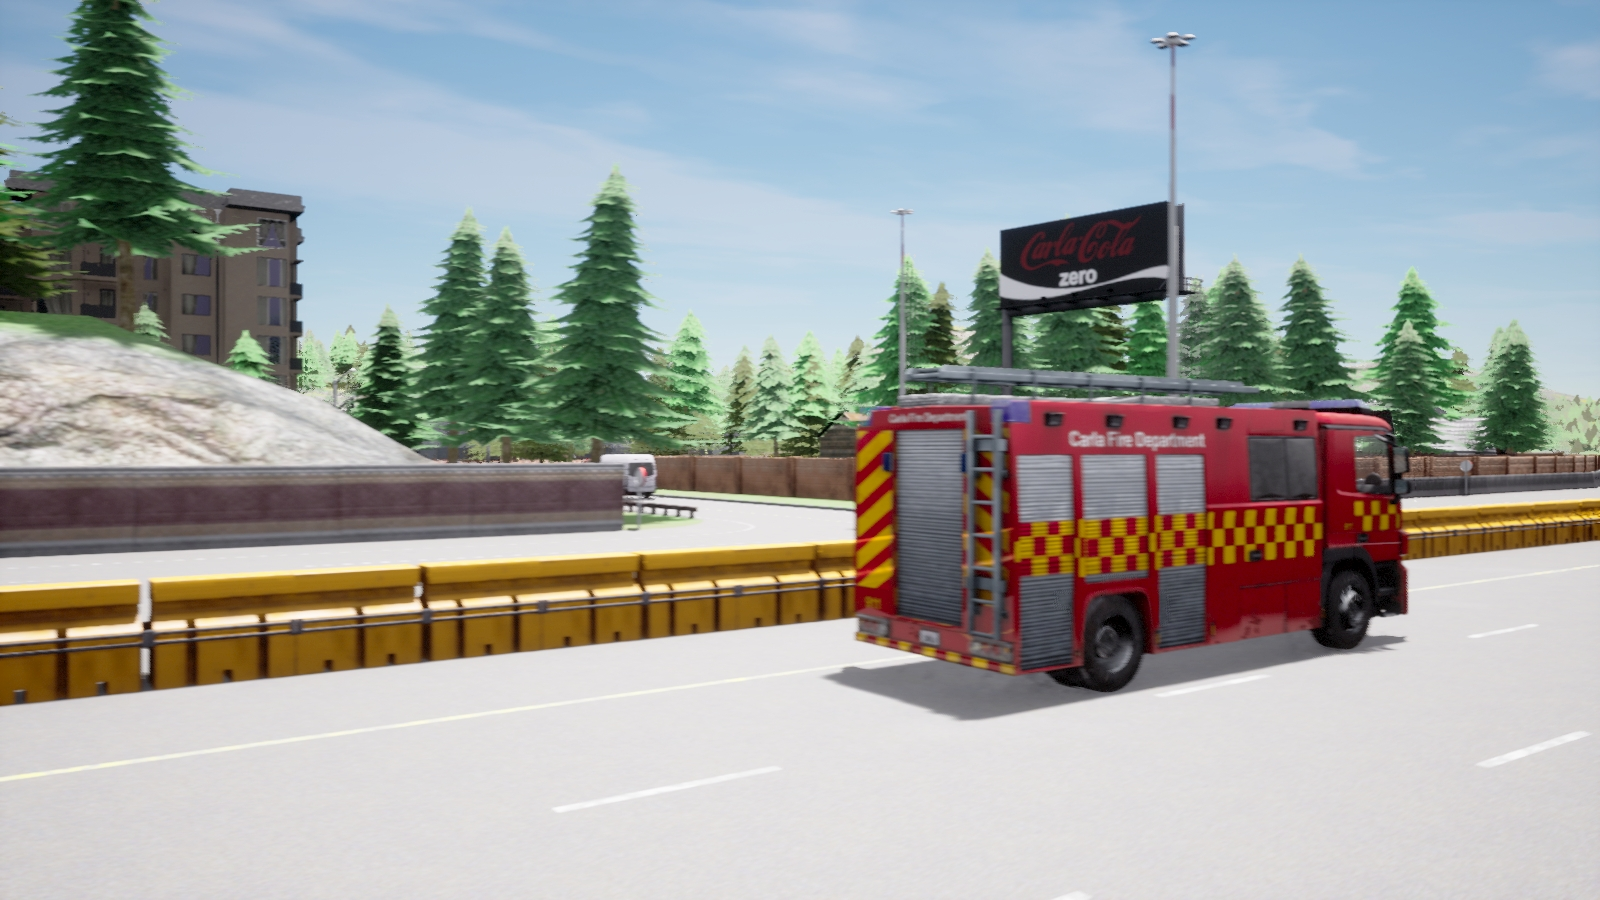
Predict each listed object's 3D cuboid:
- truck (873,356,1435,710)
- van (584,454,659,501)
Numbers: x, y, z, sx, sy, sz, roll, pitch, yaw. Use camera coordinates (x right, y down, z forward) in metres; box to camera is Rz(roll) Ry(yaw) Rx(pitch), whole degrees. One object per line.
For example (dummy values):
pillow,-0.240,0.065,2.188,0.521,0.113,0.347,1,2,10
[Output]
truck,5.253,0.900,15.972,8.468,3.827,2.891,0,0,-35
van,-10.443,1.533,66.339,1.988,2.561,5.915,0,0,-34
